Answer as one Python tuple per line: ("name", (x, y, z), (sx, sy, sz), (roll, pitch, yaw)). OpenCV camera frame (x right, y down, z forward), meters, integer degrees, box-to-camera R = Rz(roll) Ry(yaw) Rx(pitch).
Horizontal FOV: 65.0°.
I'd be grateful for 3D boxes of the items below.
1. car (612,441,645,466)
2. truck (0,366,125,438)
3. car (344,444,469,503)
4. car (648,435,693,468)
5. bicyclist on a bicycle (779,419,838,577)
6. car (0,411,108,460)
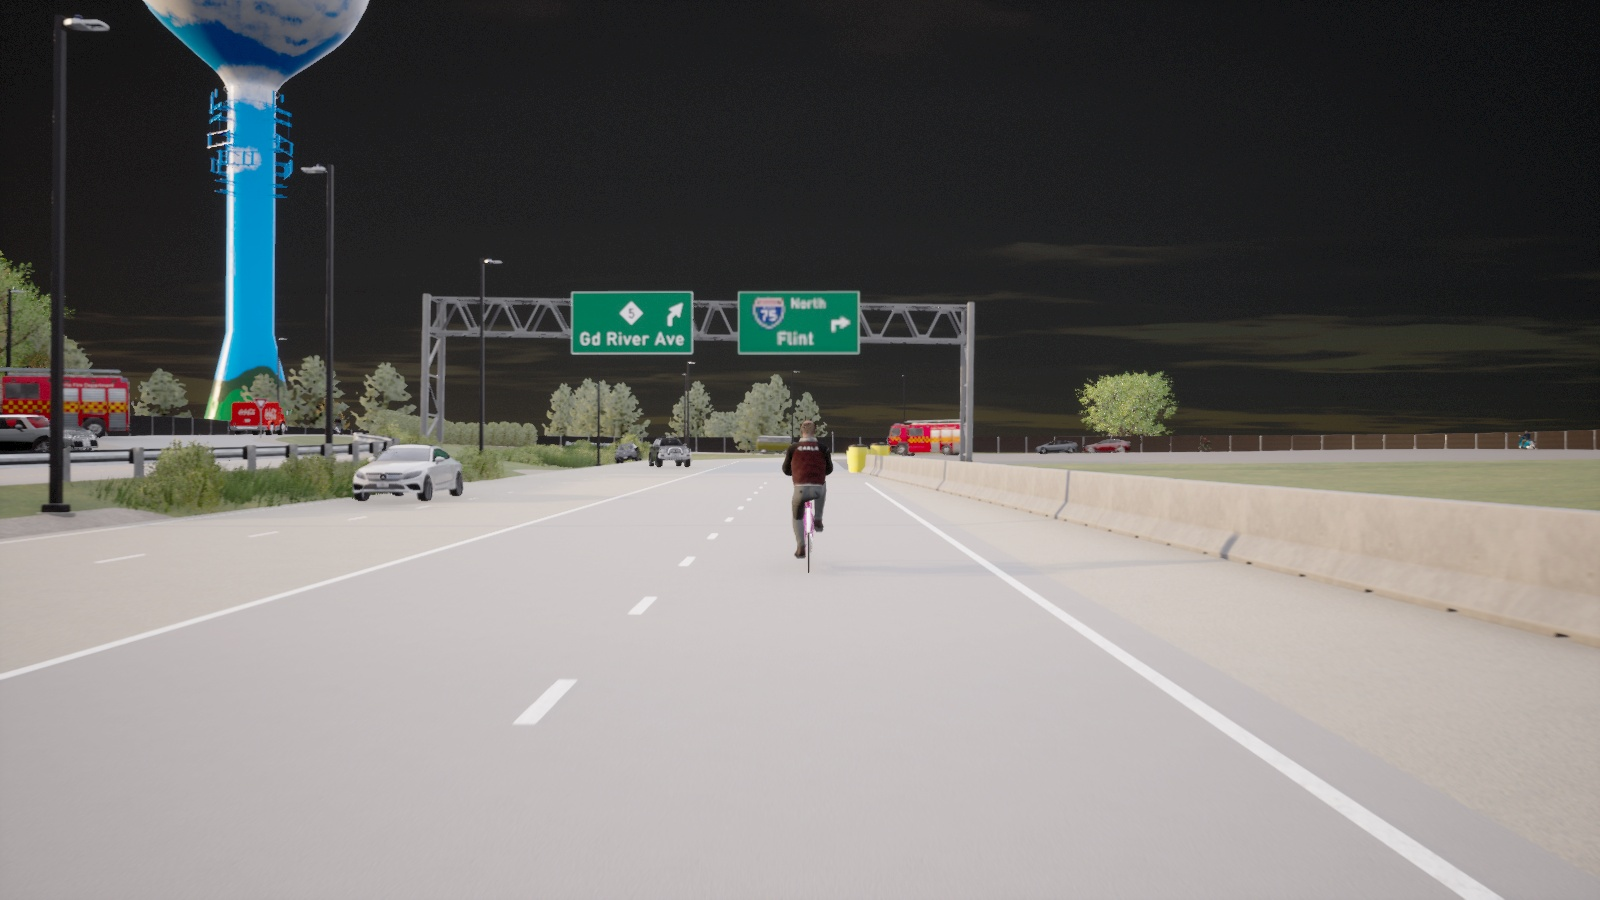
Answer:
("car", (-12.955, 0.247, 95.055), (1.845, 1.501, 3.633), (-11, 0, -1))
("truck", (-41.957, -2.613, 68.970), (8.468, 3.827, 2.891), (-1, 1, -31))
("car", (-10.297, 0.561, 33.197), (1.812, 1.442, 4.674), (0, 0, 0))
("car", (-7.669, 0.084, 73.820), (1.932, 1.855, 4.605), (0, 0, -15))
("bicyclist on a bicycle", (0.101, 0.533, 15.041), (0.659, 1.776, 1.843), (0, 1, 0))
("car", (-24.481, -0.471, 39.946), (3.806, 1.475, 1.970), (-1, 2, 1))
